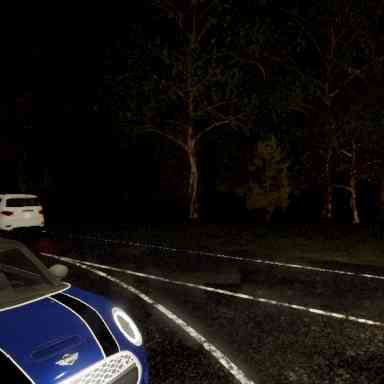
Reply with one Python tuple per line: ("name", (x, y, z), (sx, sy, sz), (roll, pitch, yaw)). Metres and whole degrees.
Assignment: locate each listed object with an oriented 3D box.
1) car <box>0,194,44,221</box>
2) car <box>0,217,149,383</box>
("car", (-9.959, 1.141, 17.350), (5.566, 2.045, 2.150), (0, 0, 36))
("car", (-2.645, 1.338, 3.762), (4.553, 1.767, 2.097), (1, 0, 35))
